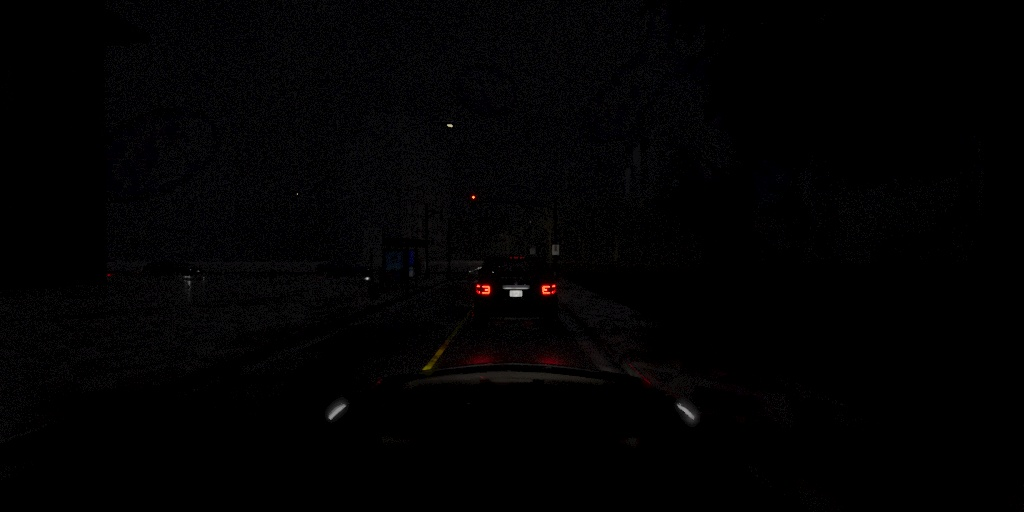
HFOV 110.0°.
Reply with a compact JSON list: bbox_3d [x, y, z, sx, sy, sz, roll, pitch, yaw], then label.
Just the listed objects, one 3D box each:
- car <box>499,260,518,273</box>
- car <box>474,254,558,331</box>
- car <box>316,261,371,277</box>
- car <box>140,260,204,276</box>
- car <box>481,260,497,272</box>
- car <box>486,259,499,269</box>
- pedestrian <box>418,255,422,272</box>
[{"bbox_3d":[-0.380,1.236,42.829,1.812,1.442,4.674,0,0,5],"label":"car"},{"bbox_3d":[0.103,0.968,11.066,2.150,2.045,5.566,0,0,0],"label":"car"},{"bbox_3d":[-15.145,1.176,32.761,5.008,1.535,1.882,0,1,0],"label":"car"},{"bbox_3d":[-31.405,1.157,33.184,4.892,1.490,1.837,0,1,2],"label":"car"},{"bbox_3d":[-3.086,1.249,47.966,2.033,1.411,5.357,0,0,-3],"label":"car"},{"bbox_3d":[-3.050,1.211,57.697,1.812,1.442,4.674,0,0,0],"label":"car"},{"bbox_3d":[-10.058,0.800,38.859,0.375,1.860,0.375,0,0,1],"label":"pedestrian"}]
